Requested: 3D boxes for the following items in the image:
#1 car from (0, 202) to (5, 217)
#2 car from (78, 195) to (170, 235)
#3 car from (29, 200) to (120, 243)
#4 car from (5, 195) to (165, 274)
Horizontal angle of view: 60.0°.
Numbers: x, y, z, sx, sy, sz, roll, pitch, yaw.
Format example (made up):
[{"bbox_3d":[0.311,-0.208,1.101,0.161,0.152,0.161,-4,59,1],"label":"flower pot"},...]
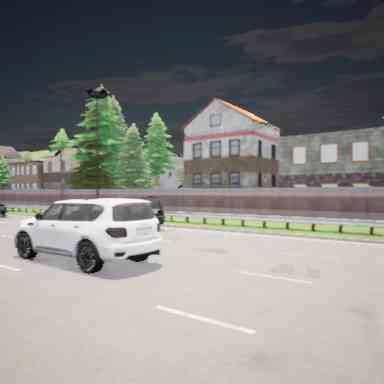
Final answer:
[{"bbox_3d":[-18.633,1.495,30.167,4.902,1.511,2.128,0,0,35],"label":"car"},{"bbox_3d":[-4.148,1.223,19.843,5.566,2.045,2.150,0,0,35],"label":"car"},{"bbox_3d":[-6.024,1.353,16.881,4.553,1.767,2.097,0,0,35],"label":"car"},{"bbox_3d":[-3.499,1.222,10.783,5.566,2.045,2.150,0,0,35],"label":"car"}]
